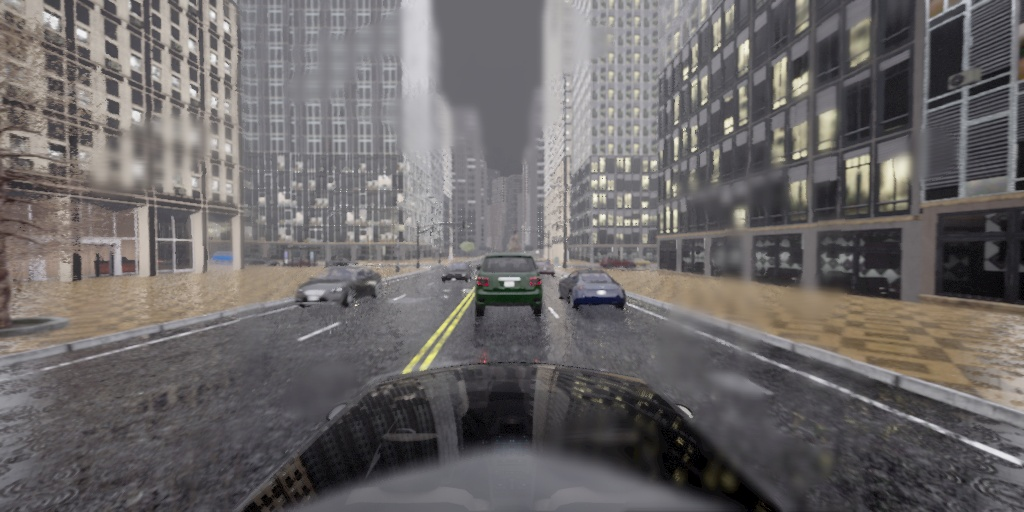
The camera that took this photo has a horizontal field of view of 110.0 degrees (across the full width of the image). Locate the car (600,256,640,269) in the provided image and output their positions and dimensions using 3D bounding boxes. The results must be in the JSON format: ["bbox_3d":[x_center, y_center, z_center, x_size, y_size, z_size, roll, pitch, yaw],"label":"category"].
[{"bbox_3d":[15.021,0.937,51.018,5.009,1.841,2.192,0,0,0],"label":"car"}]

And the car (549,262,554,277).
[{"bbox_3d":[2.650,1.101,32.018,2.033,1.411,5.357,0,0,-1],"label":"car"}]

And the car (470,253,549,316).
[{"bbox_3d":[-0.139,0.902,13.242,2.150,2.045,5.566,0,0,-1],"label":"car"}]

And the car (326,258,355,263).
[{"bbox_3d":[-23.905,0.920,50.568,4.313,1.339,1.948,0,0,0],"label":"car"}]

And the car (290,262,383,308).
[{"bbox_3d":[-6.872,1.177,14.764,2.128,1.511,4.902,0,0,-1],"label":"car"}]

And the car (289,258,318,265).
[{"bbox_3d":[-29.591,0.895,50.559,4.207,1.307,1.802,0,0,0],"label":"car"}]

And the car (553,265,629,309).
[{"bbox_3d":[3.073,1.231,14.500,1.994,1.385,4.181,0,0,-1],"label":"car"}]

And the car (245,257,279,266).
[{"bbox_3d":[-35.274,0.837,50.589,4.313,1.339,1.948,0,0,0],"label":"car"}]

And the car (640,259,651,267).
[{"bbox_3d":[20.422,1.001,59.440,4.829,1.417,1.751,0,0,0],"label":"car"}]

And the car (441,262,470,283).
[{"bbox_3d":[-3.908,1.152,26.324,2.033,1.411,5.357,0,0,-1],"label":"car"}]
